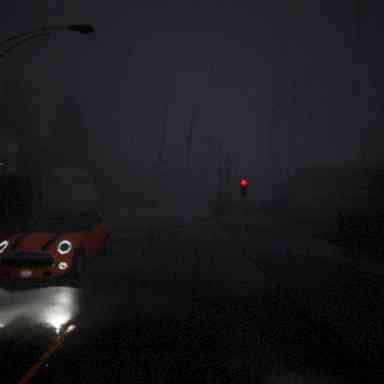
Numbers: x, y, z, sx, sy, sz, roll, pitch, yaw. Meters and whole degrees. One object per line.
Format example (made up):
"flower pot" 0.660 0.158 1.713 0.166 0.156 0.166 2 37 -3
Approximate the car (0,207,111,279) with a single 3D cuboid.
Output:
"car" -4.013 1.397 10.318 2.097 1.767 4.553 0 0 0
